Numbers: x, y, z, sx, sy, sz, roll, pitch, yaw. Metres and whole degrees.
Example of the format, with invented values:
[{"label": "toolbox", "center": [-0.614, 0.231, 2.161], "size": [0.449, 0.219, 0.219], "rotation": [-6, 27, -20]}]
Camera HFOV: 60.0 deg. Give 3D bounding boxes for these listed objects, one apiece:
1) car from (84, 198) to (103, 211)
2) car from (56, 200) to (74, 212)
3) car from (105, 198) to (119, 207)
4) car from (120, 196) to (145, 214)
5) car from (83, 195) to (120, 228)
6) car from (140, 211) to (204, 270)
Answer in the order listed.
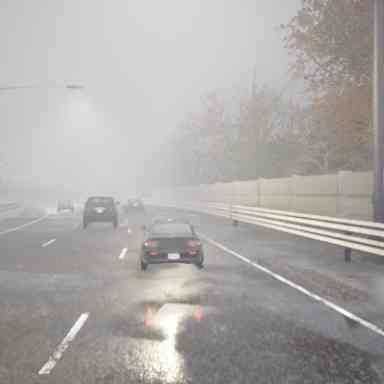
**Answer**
[{"label": "car", "center": [-12.911, 1.568, 43.350], "size": [1.882, 1.535, 5.008], "rotation": [0, 0, -23]}, {"label": "car", "center": [-15.715, 1.645, 41.170], "size": [2.033, 1.411, 5.357], "rotation": [0, 0, -24]}, {"label": "car", "center": [-13.471, 1.706, 55.829], "size": [1.895, 1.301, 4.718], "rotation": [0, 0, -18]}, {"label": "car", "center": [-6.507, 1.413, 36.321], "size": [2.097, 1.767, 4.553], "rotation": [0, 0, -19]}, {"label": "car", "center": [-6.208, 1.267, 22.908], "size": [2.150, 2.045, 5.566], "rotation": [0, 0, -13]}, {"label": "car", "center": [-0.729, 1.540, 11.099], "size": [1.812, 1.442, 4.674], "rotation": [0, 0, -6]}]
